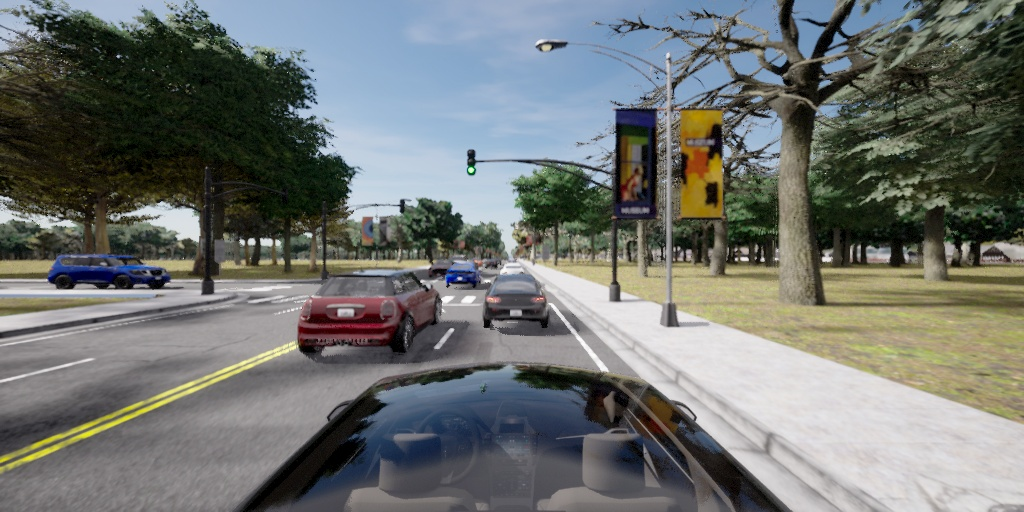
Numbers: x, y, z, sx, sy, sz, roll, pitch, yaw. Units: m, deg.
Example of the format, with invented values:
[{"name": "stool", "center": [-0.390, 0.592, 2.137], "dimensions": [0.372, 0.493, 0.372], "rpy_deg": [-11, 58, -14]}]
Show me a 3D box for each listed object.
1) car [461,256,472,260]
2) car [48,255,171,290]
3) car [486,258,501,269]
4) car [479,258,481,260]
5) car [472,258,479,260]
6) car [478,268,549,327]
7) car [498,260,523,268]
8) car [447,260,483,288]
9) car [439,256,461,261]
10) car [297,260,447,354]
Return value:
[{"name": "car", "center": [-6.588, 0.962, 44.082], "dimensions": [2.150, 2.045, 5.566], "rpy_deg": [0, 0, 0]}, {"name": "car", "center": [-23.368, 0.940, 20.920], "dimensions": [5.566, 2.045, 2.150], "rpy_deg": [0, 0, 0]}, {"name": "car", "center": [-3.141, 1.249, 57.427], "dimensions": [1.837, 1.490, 4.892], "rpy_deg": [0, 0, 0]}, {"name": "car", "center": [-6.491, 1.103, 64.575], "dimensions": [2.097, 1.767, 4.553], "rpy_deg": [0, 0, 0]}, {"name": "car", "center": [-6.553, 1.222, 54.289], "dimensions": [1.882, 1.535, 5.008], "rpy_deg": [0, 0, 0]}, {"name": "car", "center": [0.103, 1.271, 11.361], "dimensions": [1.812, 1.442, 4.674], "rpy_deg": [0, 0, 0]}, {"name": "car", "center": [0.102, 1.266, 26.467], "dimensions": [1.812, 1.442, 4.674], "rpy_deg": [0, 0, 0]}, {"name": "car", "center": [-3.146, 1.219, 24.061], "dimensions": [1.882, 1.535, 5.008], "rpy_deg": [0, 0, 0]}, {"name": "car", "center": [-6.592, 1.092, 34.526], "dimensions": [2.097, 1.767, 4.553], "rpy_deg": [0, 0, 0]}, {"name": "car", "center": [-3.154, 1.098, 8.928], "dimensions": [2.097, 1.767, 4.553], "rpy_deg": [0, 0, 0]}]
